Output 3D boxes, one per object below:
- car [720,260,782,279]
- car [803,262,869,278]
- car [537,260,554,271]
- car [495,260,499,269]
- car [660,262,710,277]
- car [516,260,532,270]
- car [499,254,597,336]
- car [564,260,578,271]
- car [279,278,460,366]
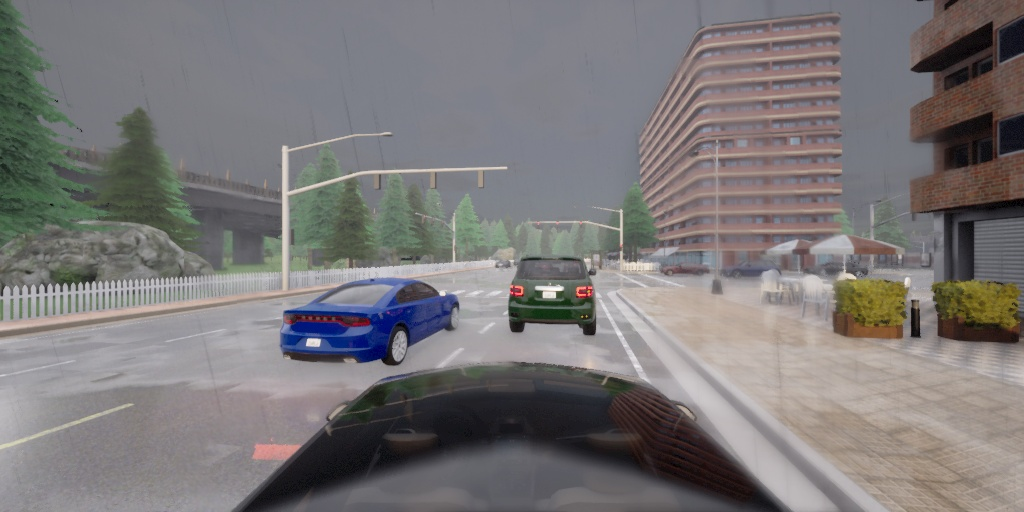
[{"bbox_3d":[21.519,1.157,32.484,4.553,1.767,2.097,0,0,10],"label":"car"},{"bbox_3d":[30.924,1.312,34.328,4.892,1.490,1.837,1,0,10],"label":"car"},{"bbox_3d":[4.615,1.313,49.333,1.994,1.385,4.181,0,0,10],"label":"car"},{"bbox_3d":[-1.389,1.240,56.654,2.128,1.511,4.902,0,0,10],"label":"car"},{"bbox_3d":[17.701,1.330,36.793,4.674,1.442,1.812,0,0,13],"label":"car"},{"bbox_3d":[1.910,1.313,55.041,1.994,1.385,4.181,0,0,9],"label":"car"},{"bbox_3d":[1.320,0.971,10.720,2.150,2.045,5.566,0,0,10],"label":"car"},{"bbox_3d":[8.116,1.274,49.039,1.812,1.442,4.674,0,0,10],"label":"car"},{"bbox_3d":[-2.709,1.227,8.141,1.882,1.535,5.008,0,0,11],"label":"car"}]
